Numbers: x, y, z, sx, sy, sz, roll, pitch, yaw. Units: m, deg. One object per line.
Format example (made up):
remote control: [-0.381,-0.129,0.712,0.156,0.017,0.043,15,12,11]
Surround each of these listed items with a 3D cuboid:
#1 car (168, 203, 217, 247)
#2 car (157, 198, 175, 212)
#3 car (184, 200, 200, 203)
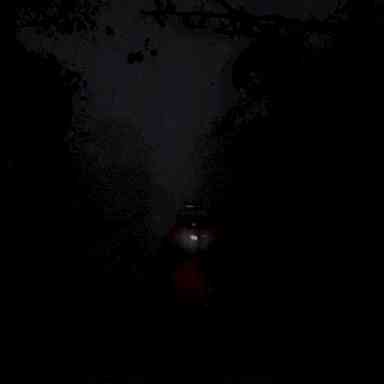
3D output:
car: [0.070,1.477,14.884,1.837,1.490,4.892,0,0,0]
car: [-2.962,1.455,38.541,1.882,1.535,5.008,0,0,0]
car: [0.016,1.444,30.762,2.128,1.511,4.902,0,0,0]
